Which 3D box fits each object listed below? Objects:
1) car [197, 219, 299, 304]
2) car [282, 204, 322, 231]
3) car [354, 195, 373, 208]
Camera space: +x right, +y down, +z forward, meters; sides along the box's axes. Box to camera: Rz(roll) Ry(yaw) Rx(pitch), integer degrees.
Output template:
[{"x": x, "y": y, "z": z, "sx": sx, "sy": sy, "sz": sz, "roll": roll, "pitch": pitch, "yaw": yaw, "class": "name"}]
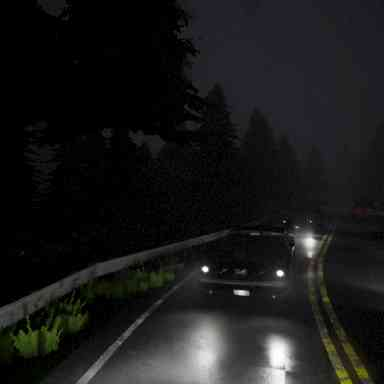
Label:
[{"x": 1.621, "y": 1.599, "z": 8.435, "sx": 1.895, "sy": 1.301, "sz": 4.718, "roll": -1, "pitch": 0, "yaw": 18, "class": "car"}, {"x": 6.736, "y": 1.461, "z": 20.065, "sx": 2.033, "sy": 1.411, "sz": 5.357, "roll": -2, "pitch": 0, "yaw": 26, "class": "car"}, {"x": 20.746, "y": 1.059, "z": 40.202, "sx": 2.128, "sy": 1.511, "sz": 4.902, "roll": -2, "pitch": 0, "yaw": 28, "class": "car"}]
